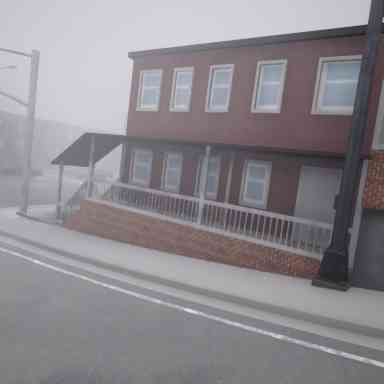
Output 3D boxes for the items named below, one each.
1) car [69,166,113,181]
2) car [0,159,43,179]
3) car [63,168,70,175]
[{"bbox_3d":[-11.797,-2.177,40.300,1.837,1.490,4.892,11,6,35],"label":"car"},{"bbox_3d":[-17.436,-2.141,32.492,2.033,1.411,5.357,11,6,37],"label":"car"},{"bbox_3d":[-14.231,-2.669,42.866,2.033,1.411,5.357,10,6,35],"label":"car"}]
